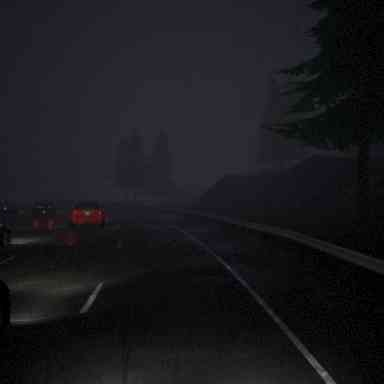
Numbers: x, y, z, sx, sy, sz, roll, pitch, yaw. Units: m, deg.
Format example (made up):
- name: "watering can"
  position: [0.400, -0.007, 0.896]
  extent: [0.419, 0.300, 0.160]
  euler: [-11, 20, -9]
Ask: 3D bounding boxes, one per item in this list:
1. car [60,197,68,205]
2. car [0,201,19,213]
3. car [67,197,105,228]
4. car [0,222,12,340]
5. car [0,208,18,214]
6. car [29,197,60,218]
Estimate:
- name: "car"
  position: [-23.735, 1.607, 62.660]
  extent: [1.812, 1.442, 4.674]
  euler: [0, 0, -36]
- name: "car"
  position: [-19.353, 1.625, 34.868]
  extent: [1.994, 1.385, 4.181]
  euler: [0, 0, -26]
- name: "car"
  position: [-7.106, 1.378, 22.797]
  extent: [2.097, 1.767, 4.553]
  euler: [0, 0, -16]
- name: "car"
  position: [-3.798, 1.363, 3.326]
  extent: [2.097, 1.767, 4.553]
  euler: [0, 0, -2]
- name: "car"
  position: [-8.183, 1.530, 11.893]
  extent: [1.837, 1.490, 4.892]
  euler: [0, 0, -9]
- name: "car"
  position: [-13.775, 1.537, 31.183]
  extent: [2.128, 1.511, 4.902]
  euler: [0, 0, -22]
